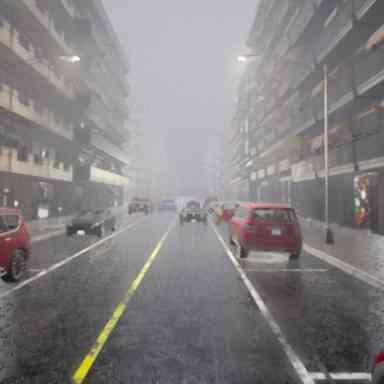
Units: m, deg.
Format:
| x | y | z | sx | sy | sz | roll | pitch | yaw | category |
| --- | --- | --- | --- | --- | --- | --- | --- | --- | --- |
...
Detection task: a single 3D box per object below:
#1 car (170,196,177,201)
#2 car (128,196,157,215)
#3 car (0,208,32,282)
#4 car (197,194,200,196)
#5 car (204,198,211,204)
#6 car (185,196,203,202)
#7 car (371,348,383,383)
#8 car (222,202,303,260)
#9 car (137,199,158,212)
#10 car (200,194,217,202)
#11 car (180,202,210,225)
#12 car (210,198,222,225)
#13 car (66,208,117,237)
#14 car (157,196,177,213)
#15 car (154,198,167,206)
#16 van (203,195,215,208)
| x | y | z | sx | sy | sz | roll | pitch | yaw | category |
| --- | --- | --- | --- | --- | --- | --- | --- | --- | --- |
| -5.271 | 1.739 | 94.867 | 1.947 | 1.339 | 4.313 | 1 | 0 | 0 | car |
| -5.282 | 1.331 | 34.662 | 2.192 | 1.841 | 5.009 | 1 | 0 | 0 | car |
| -5.289 | 1.313 | 7.009 | 2.192 | 1.841 | 5.009 | 1 | 0 | 0 | car |
| 2.613 | 1.488 | 94.911 | 2.192 | 1.841 | 5.009 | 1 | 0 | 0 | car |
| 2.558 | 1.597 | 34.604 | 1.802 | 1.307 | 4.206 | 1 | 0 | 0 | car |
| 0.111 | 1.552 | 41.183 | 1.812 | 1.442 | 4.674 | 0 | 0 | 0 | car |
| 2.594 | 1.440 | 1.417 | 1.967 | 1.590 | 4.097 | 1 | 0 | 0 | car |
| 2.558 | 1.312 | 12.479 | 2.192 | 1.841 | 5.009 | 1 | 0 | 0 | car |
| -5.286 | 1.570 | 40.193 | 1.887 | 1.381 | 4.507 | 1 | 0 | 0 | car |
| 2.567 | 1.351 | 45.668 | 2.192 | 1.841 | 5.009 | 1 | 0 | 0 | car |
| 0.107 | 1.604 | 23.986 | 1.895 | 1.301 | 4.718 | 0 | 0 | 0 | car |
| 2.558 | 1.443 | 23.542 | 1.967 | 1.590 | 4.097 | 1 | 0 | 0 | car |
| -5.292 | 1.565 | 18.072 | 1.947 | 1.339 | 4.313 | 1 | 0 | 0 | car |
| -2.738 | 1.500 | 37.749 | 1.882 | 1.535 | 5.008 | 0 | 0 | 0 | car |
| -5.283 | 1.647 | 56.787 | 1.802 | 1.307 | 4.206 | 1 | 0 | 0 | car |
| 2.567 | 1.391 | 51.199 | 1.690 | 1.788 | 3.998 | 1 | 0 | 0 | van |
